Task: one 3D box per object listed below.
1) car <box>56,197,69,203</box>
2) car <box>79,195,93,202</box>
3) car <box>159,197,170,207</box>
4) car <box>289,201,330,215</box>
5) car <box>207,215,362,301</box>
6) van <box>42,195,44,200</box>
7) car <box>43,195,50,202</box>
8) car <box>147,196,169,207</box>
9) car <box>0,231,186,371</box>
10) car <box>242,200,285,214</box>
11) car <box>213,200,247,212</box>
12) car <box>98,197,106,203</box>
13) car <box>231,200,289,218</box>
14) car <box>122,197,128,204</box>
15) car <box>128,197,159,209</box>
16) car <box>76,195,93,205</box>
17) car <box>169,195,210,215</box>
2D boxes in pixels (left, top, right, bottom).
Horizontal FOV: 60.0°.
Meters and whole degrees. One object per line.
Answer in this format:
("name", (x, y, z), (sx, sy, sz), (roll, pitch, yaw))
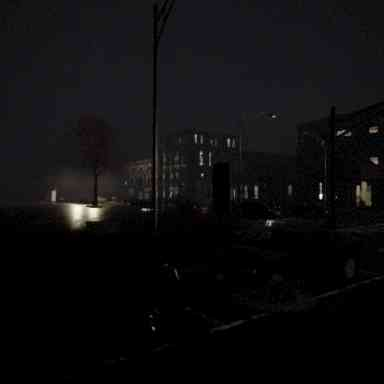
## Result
("car", (-28.381, 1.742, 73.079), (1.947, 1.339, 4.313), (0, 0, -35))
("car", (-27.815, 1.615, 86.981), (2.192, 1.841, 5.009), (0, 0, -35))
("car", (-2.461, 1.404, 50.523), (2.192, 1.841, 5.009), (0, 0, -35))
("car", (10.784, 1.532, 31.479), (2.008, 1.369, 4.403), (0, 0, -35))
("car", (2.415, 1.505, 8.227), (4.507, 1.381, 1.887), (0, 1, -35))
("van", (-37.864, 1.597, 86.770), (1.690, 1.788, 3.998), (0, 0, -35))
("car", (-34.607, 1.754, 82.066), (1.752, 1.417, 4.829), (0, 0, -35))
("car", (-5.649, 1.555, 55.067), (1.967, 1.590, 4.097), (0, 0, -35))
("car", (-2.181, 1.434, 4.948), (4.097, 1.590, 1.967), (0, 1, -35))
("car", (7.662, 1.573, 35.985), (1.947, 1.339, 4.313), (0, 0, -35))
("car", (4.542, 1.614, 40.490), (1.802, 1.307, 4.206), (0, 0, -35))
("car", (-21.590, 1.772, 77.992), (1.752, 1.417, 4.829), (0, 0, -35))
("car", (5.611, 1.460, 28.591), (1.812, 1.442, 4.674), (1, -1, -35))
("car", (-12.012, 1.607, 64.163), (1.967, 1.590, 4.097), (0, 0, -35))
("car", (-6.900, 1.600, 46.659), (1.994, 1.385, 4.181), (1, -1, -34))
("car", (-18.803, 1.621, 59.250), (1.752, 1.417, 4.829), (0, 0, -35))
("car", (-0.042, 1.379, 31.938), (1.967, 1.590, 4.097), (0, 0, -35))
